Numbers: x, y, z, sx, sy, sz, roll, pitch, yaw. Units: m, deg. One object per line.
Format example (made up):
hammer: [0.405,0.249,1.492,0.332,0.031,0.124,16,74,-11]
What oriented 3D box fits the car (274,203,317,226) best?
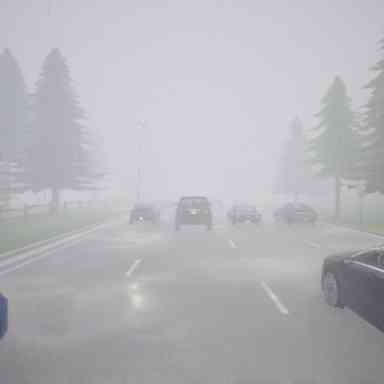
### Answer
car: [7.094,1.508,23.231,2.128,1.511,4.902,0,0,0]

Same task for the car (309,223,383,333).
car: [3.599,1.495,5.011,2.128,1.511,4.902,0,0,0]

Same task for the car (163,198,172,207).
car: [-3.499,1.582,48.203,2.033,1.411,5.357,0,0,0]

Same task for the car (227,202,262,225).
car: [3.594,1.618,23.781,1.895,1.301,4.718,0,0,0]

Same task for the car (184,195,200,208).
car: [-0.003,1.386,47.981,2.097,1.767,4.553,0,0,0]

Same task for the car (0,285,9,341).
car: [-3.401,1.223,1.852,2.150,2.045,5.566,0,0,0]

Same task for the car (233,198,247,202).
car: [7.009,1.600,49.113,1.994,1.385,4.181,0,0,0]

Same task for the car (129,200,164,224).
car: [-3.407,1.522,24.732,1.837,1.490,4.892,0,0,0]

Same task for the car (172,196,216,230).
car: [0.094,1.237,21.103,2.150,2.045,5.566,0,0,0]

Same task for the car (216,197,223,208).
car: [3.508,1.528,48.876,2.128,1.511,4.902,0,0,0]
